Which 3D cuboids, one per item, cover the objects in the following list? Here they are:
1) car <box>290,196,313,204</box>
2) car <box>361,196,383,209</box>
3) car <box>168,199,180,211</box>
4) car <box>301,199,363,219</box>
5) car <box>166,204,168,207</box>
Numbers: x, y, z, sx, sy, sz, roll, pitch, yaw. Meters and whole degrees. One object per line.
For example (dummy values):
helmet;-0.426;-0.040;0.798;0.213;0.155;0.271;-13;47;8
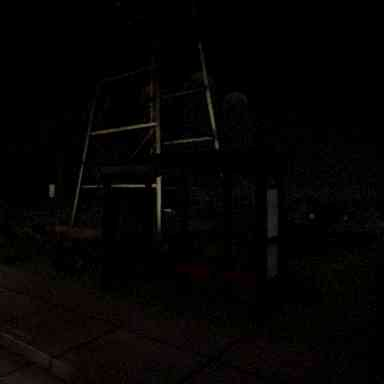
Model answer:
car;21.291;1.549;64.494;4.611;1.667;2.242;0;0;35
car;24.079;1.365;45.406;4.605;1.855;1.932;0;0;35
car;0.090;1.534;33.328;4.193;1.474;1.816;0;0;35
car;11.303;1.551;26.909;3.905;1.438;1.784;0;0;35
car;-1.230;1.585;45.722;2.033;1.411;5.357;0;0;35
